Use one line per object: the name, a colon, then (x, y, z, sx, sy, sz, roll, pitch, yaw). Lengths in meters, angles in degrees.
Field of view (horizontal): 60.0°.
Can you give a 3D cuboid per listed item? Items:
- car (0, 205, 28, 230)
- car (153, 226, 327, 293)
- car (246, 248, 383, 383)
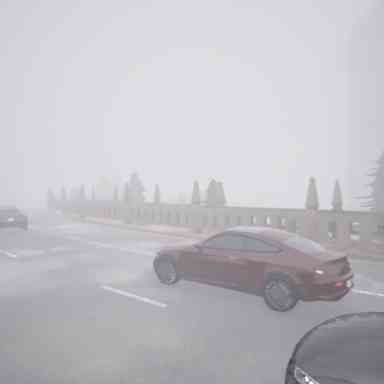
car: (-11.314, 1.487, 19.925, 1.994, 1.385, 4.181, 0, 0, -40)
car: (1.172, 1.532, 7.711, 4.674, 1.442, 1.812, 0, 0, 38)
car: (3.041, 1.512, 1.954, 4.902, 1.511, 2.128, 0, 0, 35)
